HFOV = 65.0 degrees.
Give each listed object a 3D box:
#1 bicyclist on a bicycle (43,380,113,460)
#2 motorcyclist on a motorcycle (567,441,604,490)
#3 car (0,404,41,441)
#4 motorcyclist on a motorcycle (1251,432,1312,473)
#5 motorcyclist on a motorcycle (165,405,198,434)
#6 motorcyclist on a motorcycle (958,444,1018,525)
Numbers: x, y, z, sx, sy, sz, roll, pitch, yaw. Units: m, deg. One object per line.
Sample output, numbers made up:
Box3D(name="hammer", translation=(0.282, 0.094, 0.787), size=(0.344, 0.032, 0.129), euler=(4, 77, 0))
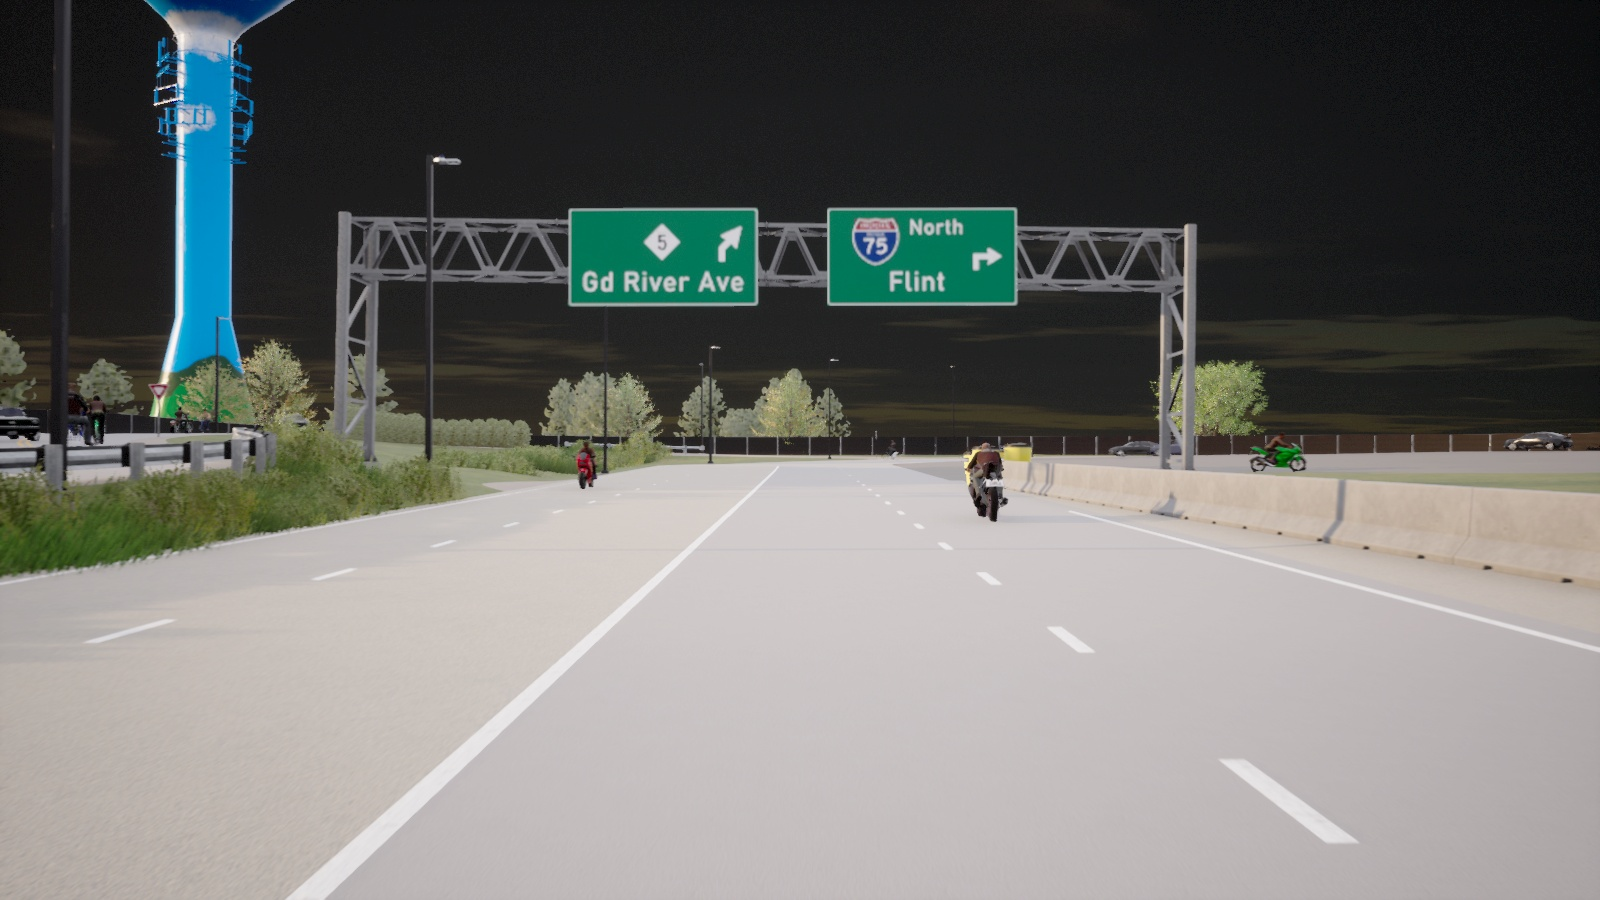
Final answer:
Box3D(name="bicyclist on a bicycle", translation=(-16.670, -0.700, 29.044), size=(0.659, 1.776, 1.843), euler=(-2, 2, -6))
Box3D(name="motorcyclist on a motorcycle", translation=(-6.757, 0.473, 39.618), size=(0.797, 1.523, 2.044), euler=(0, 0, 0))
Box3D(name="car", translation=(-29.906, -1.035, 46.774), size=(1.895, 1.301, 4.718), euler=(-1, 2, -42))
Box3D(name="motorcyclist on a motorcycle", translation=(17.931, 0.111, 46.796), size=(2.044, 1.523, 0.797), euler=(0, -1, 16))
Box3D(name="motorcyclist on a motorcycle", translation=(-36.265, -1.791, 73.709), size=(0.766, 1.649, 2.350), euler=(0, 1, 0))
Box3D(name="motorcyclist on a motorcycle", translation=(3.658, 0.641, 24.613), size=(0.866, 1.530, 2.191), euler=(0, 0, 0))
